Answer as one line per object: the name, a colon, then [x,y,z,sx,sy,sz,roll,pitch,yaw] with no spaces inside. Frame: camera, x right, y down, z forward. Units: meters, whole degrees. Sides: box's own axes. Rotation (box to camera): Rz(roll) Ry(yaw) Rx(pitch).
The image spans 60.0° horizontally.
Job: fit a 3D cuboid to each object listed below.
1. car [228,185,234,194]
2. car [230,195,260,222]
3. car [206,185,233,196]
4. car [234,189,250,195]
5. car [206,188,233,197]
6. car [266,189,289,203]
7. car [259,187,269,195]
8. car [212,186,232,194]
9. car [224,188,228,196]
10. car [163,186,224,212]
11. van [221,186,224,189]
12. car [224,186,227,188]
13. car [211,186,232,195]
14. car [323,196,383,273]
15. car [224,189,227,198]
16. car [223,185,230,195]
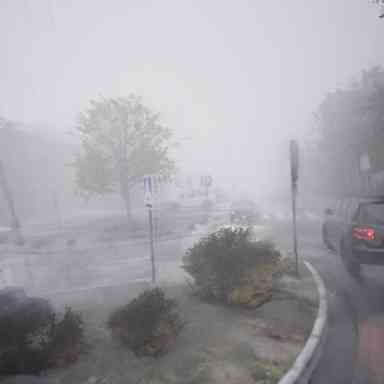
car: [4.882,-0.070,66.299,5.566,2.045,2.435,-4,1,-11]
car: [3.671,1.205,23.043,1.812,1.442,4.674,-2,1,11]
car: [6.243,-0.309,75.210,5.566,2.045,2.435,-4,1,-11]
car: [8.318,0.349,53.807,2.033,1.411,5.357,-2,1,9]
car: [5.965,0.008,72.268,5.366,1.575,1.946,-4,1,-11]
car: [10.598,0.579,40.780,1.895,1.301,4.718,-2,1,9]
car: [14.301,-0.244,65.843,1.882,1.535,5.008,-2,1,8]
car: [7.570,-0.412,84.087,4.553,1.767,2.185,-4,1,-11]
car: [2.144,0.682,48.487,5.008,1.535,2.097,-4,1,-11]
car: [-0.136,0.857,33.622,5.566,2.045,2.435,-4,1,-11]
van: [1.559,0.550,45.490,4.442,1.987,1.878,-4,1,-11]
car: [2.549,0.475,51.458,4.553,1.767,2.185,-4,1,-11]
car: [7.115,-0.335,81.122,4.553,1.767,2.185,-4,1,-11]
car: [5.558,1.109,10.333,2.150,2.045,5.566,-2,1,14]
car: [0.973,0.922,39.621,5.366,1.575,1.946,-4,1,-11]
car: [3.525,0.303,57.394,4.553,1.767,2.185,-4,1,-11]
